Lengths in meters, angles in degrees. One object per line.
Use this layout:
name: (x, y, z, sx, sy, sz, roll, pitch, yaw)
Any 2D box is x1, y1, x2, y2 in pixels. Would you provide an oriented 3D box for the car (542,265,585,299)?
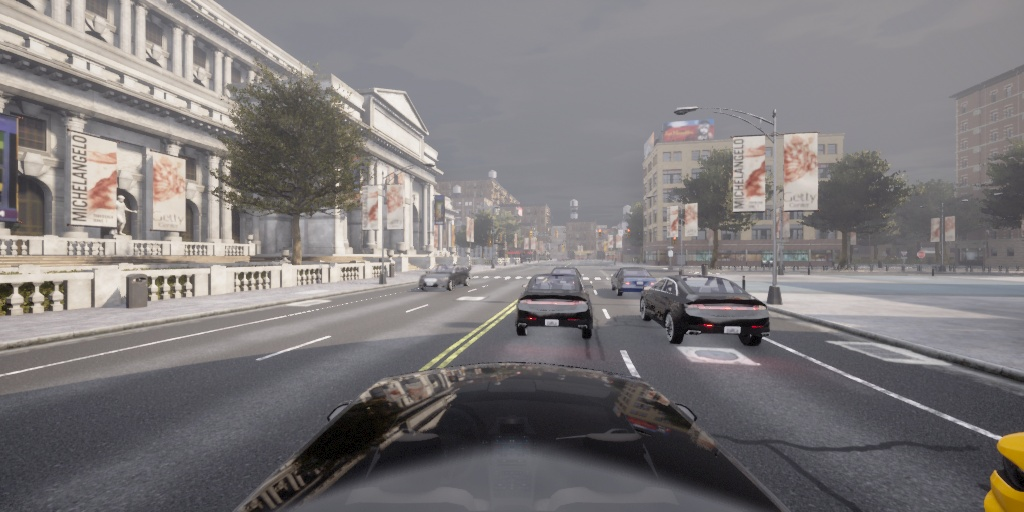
car: (2.924, 1.297, 19.700, 2.033, 1.411, 5.357, 0, 0, 11)

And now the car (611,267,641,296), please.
car: (6.374, 1.297, 19.058, 2.033, 1.411, 5.357, 0, 0, 11)

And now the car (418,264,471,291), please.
car: (-3.943, 1.243, 21.676, 2.128, 1.511, 4.902, 0, 0, 11)

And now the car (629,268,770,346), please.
car: (4.695, 1.242, 9.450, 2.128, 1.511, 4.902, 0, 0, 9)

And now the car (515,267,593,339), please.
car: (1.259, 1.242, 10.222, 2.128, 1.511, 4.902, 0, 0, 9)
